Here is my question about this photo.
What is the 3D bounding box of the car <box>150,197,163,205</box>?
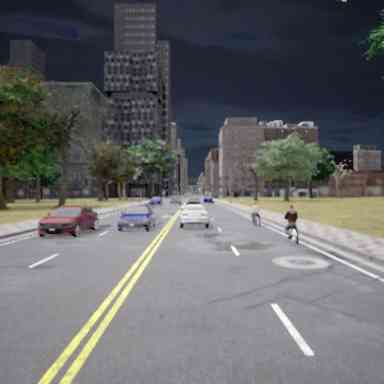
[{"bbox_3d":[-6.364,1.571,59.274,1.882,1.535,5.008,0,0,1],"label":"car"}]

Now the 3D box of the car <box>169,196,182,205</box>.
[{"bbox_3d":[-3.083,1.461,62.986,2.097,1.767,4.553,0,0,1],"label":"car"}]

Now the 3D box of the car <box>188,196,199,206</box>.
[{"bbox_3d":[0.275,1.582,59.699,1.882,1.535,5.008,0,0,0],"label":"car"}]

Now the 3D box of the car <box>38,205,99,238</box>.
[{"bbox_3d":[-6.550,1.487,18.088,1.882,1.535,5.008,0,0,0],"label":"car"}]

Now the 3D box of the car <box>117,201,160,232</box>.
[{"bbox_3d":[-3.292,1.543,20.512,1.812,1.442,4.674,0,0,0],"label":"car"}]

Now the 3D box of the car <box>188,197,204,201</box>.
[{"bbox_3d":[0.219,1.563,40.807,1.837,1.490,4.892,0,0,0],"label":"car"}]

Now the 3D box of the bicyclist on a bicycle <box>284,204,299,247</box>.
[{"bbox_3d":[4.182,1.389,14.209,0.659,1.776,1.843,0,0,0],"label":"bicyclist on a bicycle"}]

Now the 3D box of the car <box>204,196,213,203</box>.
[{"bbox_3d":[3.463,1.624,72.015,1.882,1.535,5.008,0,0,0],"label":"car"}]

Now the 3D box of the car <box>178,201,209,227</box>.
[{"bbox_3d":[0.164,1.551,22.699,1.812,1.442,4.674,0,0,0],"label":"car"}]

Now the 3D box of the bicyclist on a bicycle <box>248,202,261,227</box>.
[{"bbox_3d":[4.206,1.467,22.178,0.866,1.612,1.509,0,0,0],"label":"bicyclist on a bicycle"}]
